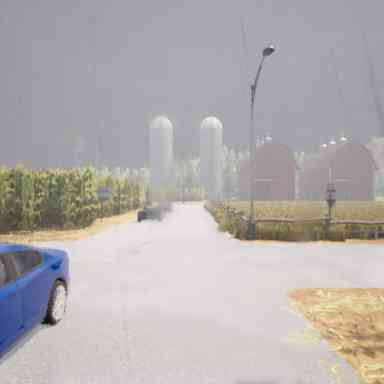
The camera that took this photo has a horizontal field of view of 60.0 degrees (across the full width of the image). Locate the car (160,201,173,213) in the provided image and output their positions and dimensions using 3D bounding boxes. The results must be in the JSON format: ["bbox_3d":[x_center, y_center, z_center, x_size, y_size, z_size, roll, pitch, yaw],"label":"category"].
[{"bbox_3d":[-3.294,1.788,40.200,2.033,1.411,5.357,0,0,0],"label":"car"}]

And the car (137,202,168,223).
[{"bbox_3d":[-3.269,1.725,27.158,1.895,1.301,4.718,0,-1,0],"label":"car"}]

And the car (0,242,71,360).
[{"bbox_3d":[-3.207,1.468,4.249,1.882,1.535,5.008,0,0,0],"label":"car"}]
